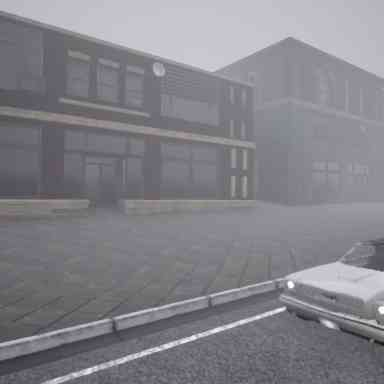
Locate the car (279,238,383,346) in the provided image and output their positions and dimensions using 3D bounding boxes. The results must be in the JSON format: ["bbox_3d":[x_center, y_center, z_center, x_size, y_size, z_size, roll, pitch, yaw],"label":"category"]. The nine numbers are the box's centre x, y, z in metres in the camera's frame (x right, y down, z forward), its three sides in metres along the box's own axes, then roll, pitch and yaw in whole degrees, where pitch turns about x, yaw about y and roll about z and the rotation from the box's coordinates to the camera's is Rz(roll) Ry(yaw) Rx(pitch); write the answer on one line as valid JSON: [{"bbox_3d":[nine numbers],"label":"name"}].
[{"bbox_3d":[3.766,1.590,6.086,4.718,1.301,1.895,0,0,-36],"label":"car"}]
